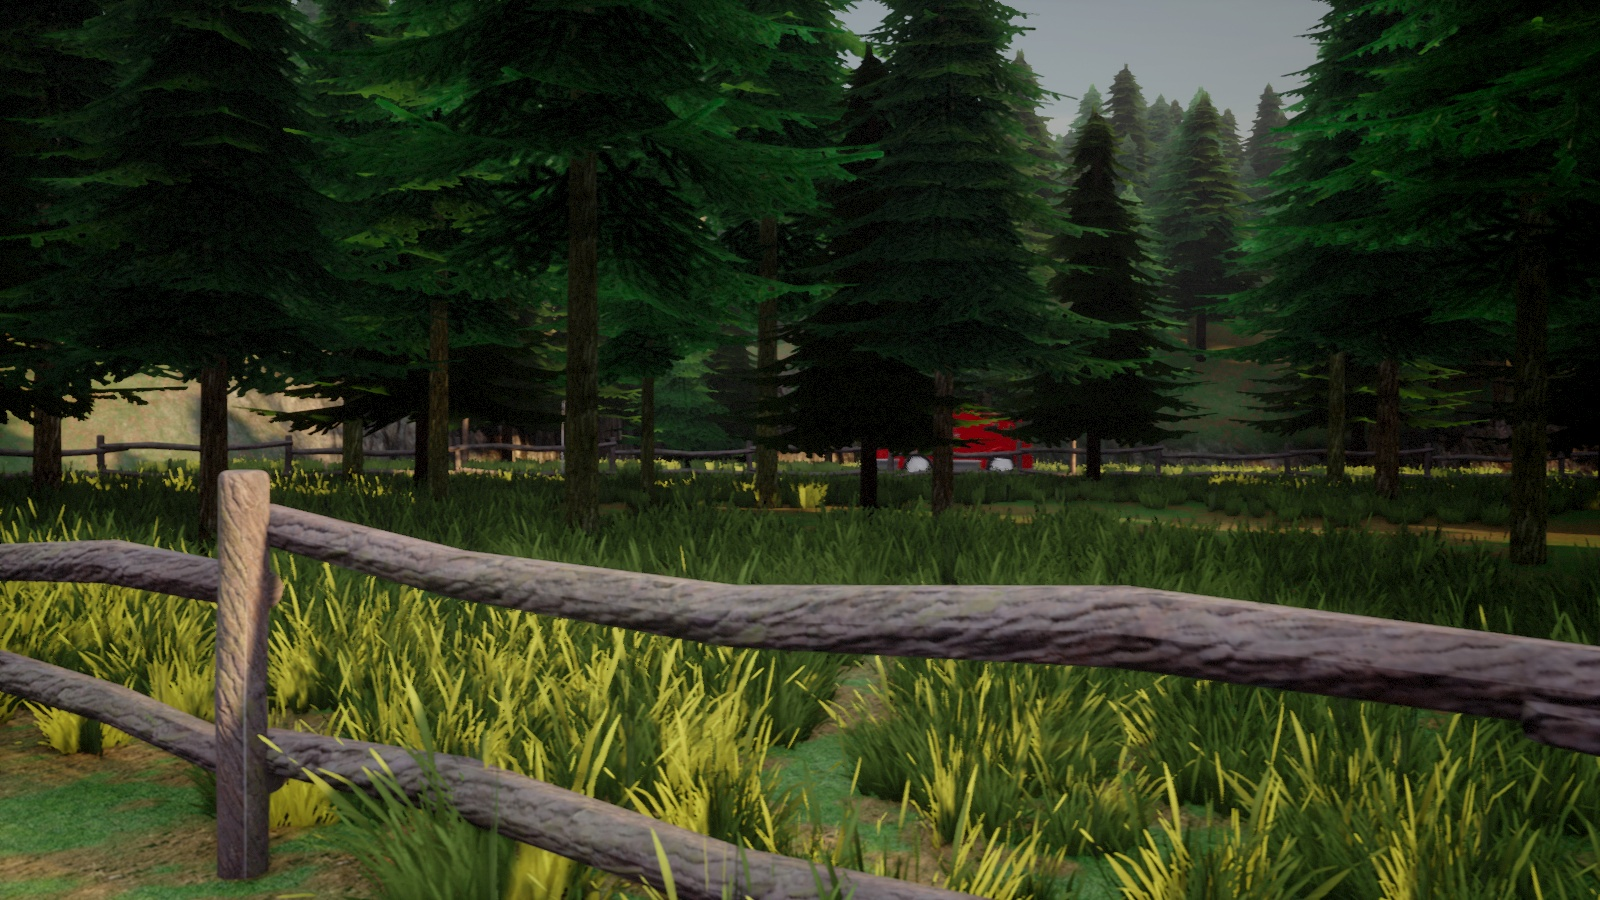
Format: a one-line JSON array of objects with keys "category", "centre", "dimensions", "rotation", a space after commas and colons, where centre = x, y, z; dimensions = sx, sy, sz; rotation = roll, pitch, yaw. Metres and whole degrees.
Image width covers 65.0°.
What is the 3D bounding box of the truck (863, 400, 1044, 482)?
[{"category": "truck", "centre": [4.763, -0.294, 39.668], "dimensions": [5.204, 2.467, 2.627], "rotation": [-1, 1, -6]}]
